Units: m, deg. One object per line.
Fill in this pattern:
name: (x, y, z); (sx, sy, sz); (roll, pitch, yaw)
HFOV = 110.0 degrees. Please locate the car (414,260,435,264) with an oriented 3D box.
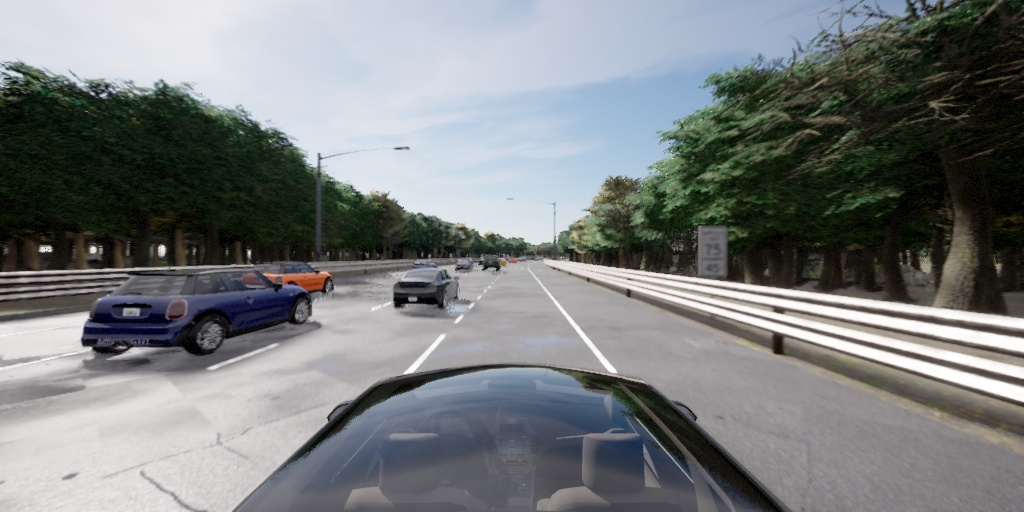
car: (-9.920, 1.176, 40.802); (2.128, 1.511, 4.902); (0, 0, 1)

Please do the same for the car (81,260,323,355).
car: (-6.960, 1.058, 8.715); (2.097, 1.767, 4.553); (0, 0, 1)

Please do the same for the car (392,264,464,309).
car: (-3.361, 1.239, 14.711); (1.837, 1.490, 4.892); (0, 0, 1)

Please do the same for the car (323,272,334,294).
car: (-10.320, 1.035, 16.756); (2.097, 1.767, 4.553); (1, 0, 1)

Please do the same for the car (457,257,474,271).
car: (-6.305, 1.268, 47.736); (2.033, 1.411, 5.357); (0, 0, 1)

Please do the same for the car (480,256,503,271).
car: (-2.768, 0.966, 49.738); (2.150, 2.045, 5.566); (0, 0, 1)
